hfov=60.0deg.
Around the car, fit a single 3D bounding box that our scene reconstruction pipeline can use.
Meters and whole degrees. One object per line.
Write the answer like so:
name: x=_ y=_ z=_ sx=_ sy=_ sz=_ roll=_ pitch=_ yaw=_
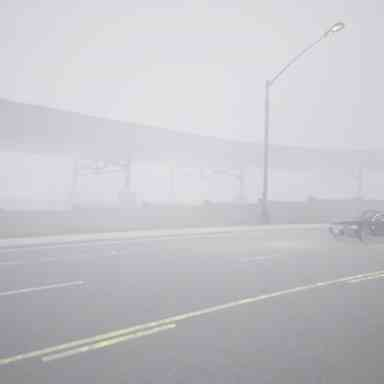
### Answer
car: x=9.324 y=1.681 z=17.209 sx=4.902 sy=1.511 sz=2.128 roll=1 pitch=-1 yaw=-22
